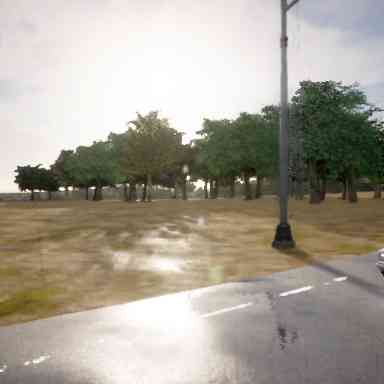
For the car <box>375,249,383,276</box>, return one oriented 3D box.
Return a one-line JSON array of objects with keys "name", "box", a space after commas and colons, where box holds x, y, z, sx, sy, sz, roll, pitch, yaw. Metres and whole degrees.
[{"name": "car", "box": [7.003, 1.706, 9.141, 4.718, 1.301, 1.895, 1, -1, -37]}]
